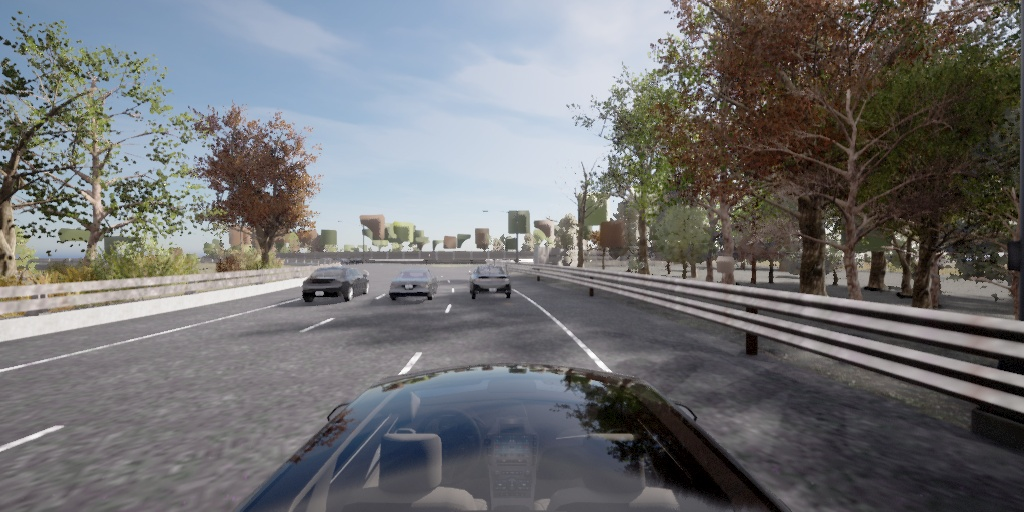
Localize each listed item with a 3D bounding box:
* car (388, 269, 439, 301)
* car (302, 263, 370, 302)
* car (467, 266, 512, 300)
[{"bbox_3d":[-4.644,1.311,17.367,2.033,1.411,5.357,0,0,-8],"label":"car"},{"bbox_3d":[-8.108,1.264,16.865,1.837,1.490,4.892,0,0,-8],"label":"car"},{"bbox_3d":[-1.180,1.243,17.868,2.128,1.511,4.902,0,0,-8],"label":"car"}]
